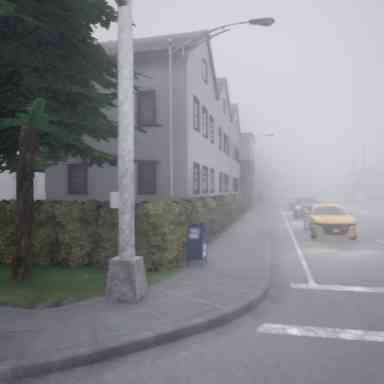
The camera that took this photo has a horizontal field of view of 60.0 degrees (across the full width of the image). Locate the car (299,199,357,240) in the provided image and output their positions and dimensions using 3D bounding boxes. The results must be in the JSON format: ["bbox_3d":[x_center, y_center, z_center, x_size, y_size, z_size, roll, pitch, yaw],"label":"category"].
[{"bbox_3d":[6.535,1.311,16.139,1.882,1.535,5.008,0,0,14],"label":"car"}]

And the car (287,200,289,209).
[{"bbox_3d":[11.429,1.256,35.956,1.837,1.490,4.892,0,0,14],"label":"car"}]

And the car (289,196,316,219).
[{"bbox_3d":[8.924,1.145,25.878,2.097,1.767,4.553,0,0,14],"label":"car"}]
